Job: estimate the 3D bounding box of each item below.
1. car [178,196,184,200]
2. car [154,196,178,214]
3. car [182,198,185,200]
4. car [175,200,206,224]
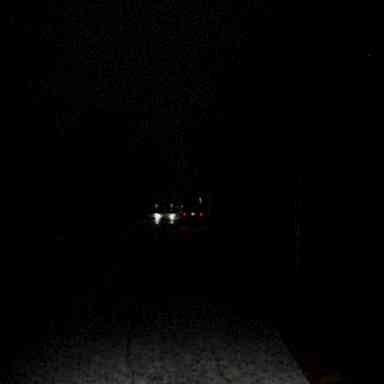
[{"bbox_3d":[-2.911,1.916,77.328,2.150,2.045,5.566,0,-2,1],"label":"car"},{"bbox_3d":[-2.955,1.448,36.877,2.097,1.767,4.553,0,-1,0],"label":"car"},{"bbox_3d":[-0.038,1.760,41.778,1.895,1.301,4.718,0,-1,0],"label":"car"},{"bbox_3d":[0.049,1.534,24.554,2.033,1.411,5.357,0,0,0],"label":"car"}]
